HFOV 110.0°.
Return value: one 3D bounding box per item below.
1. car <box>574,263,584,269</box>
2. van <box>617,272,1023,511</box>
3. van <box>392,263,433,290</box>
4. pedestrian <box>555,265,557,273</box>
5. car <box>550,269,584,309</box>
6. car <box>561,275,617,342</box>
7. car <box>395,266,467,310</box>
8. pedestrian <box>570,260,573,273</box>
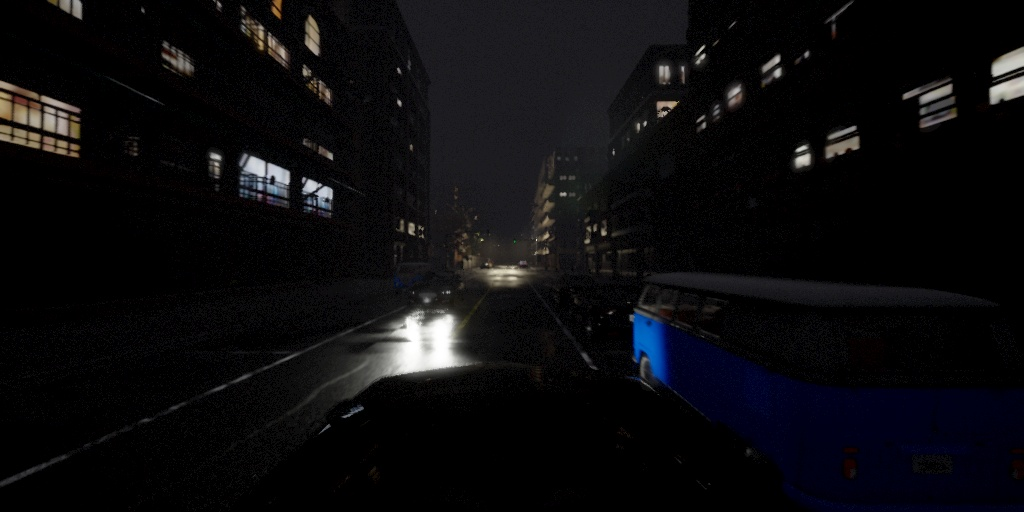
[{"bbox_3d":[13.451,2.015,63.826,5.009,1.841,2.192,0,0,-1],"label":"car"},{"bbox_3d":[2.691,1.115,4.140,1.690,1.789,3.998,0,0,0],"label":"van"},{"bbox_3d":[-5.689,1.290,21.124,1.690,1.789,3.998,0,0,0],"label":"van"},{"bbox_3d":[6.136,1.778,49.850,0.500,1.100,0.500,0,-1,0],"label":"pedestrian"},{"bbox_3d":[2.691,1.455,15.464,1.948,1.339,4.313,0,0,0],"label":"car"},{"bbox_3d":[2.691,1.397,9.801,1.948,1.339,4.313,0,0,0],"label":"car"},{"bbox_3d":[-3.101,1.382,15.547,2.128,1.511,4.902,0,-1,0],"label":"car"},{"bbox_3d":[8.136,1.441,49.255,0.375,1.860,0.375,0,-1,0],"label":"pedestrian"}]
